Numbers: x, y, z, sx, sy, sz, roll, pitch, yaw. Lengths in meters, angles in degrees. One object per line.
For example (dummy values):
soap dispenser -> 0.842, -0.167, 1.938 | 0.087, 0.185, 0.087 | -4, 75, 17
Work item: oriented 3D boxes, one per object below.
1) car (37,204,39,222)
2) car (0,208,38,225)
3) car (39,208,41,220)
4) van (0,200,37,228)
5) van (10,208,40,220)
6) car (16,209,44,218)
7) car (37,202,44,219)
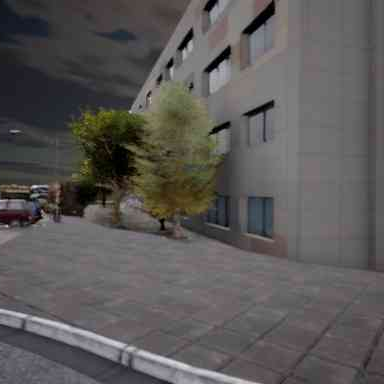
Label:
car -> -14.176, 1.886, 24.676 | 4.792, 1.488, 2.163 | 0, -3, -24
car -> -17.602, 2.356, 32.287 | 4.792, 1.488, 2.163 | 0, -4, -24
car -> -15.346, 2.004, 27.252 | 5.008, 1.535, 2.097 | 0, -4, -24
van -> -12.975, 1.510, 22.176 | 4.442, 1.987, 1.878 | 0, -3, -24
van -> -28.956, 3.751, 57.776 | 4.442, 1.987, 1.878 | 0, -4, -24
car -> -36.712, 4.882, 75.693 | 5.566, 2.045, 2.435 | 0, -4, -24
car -> -16.480, 1.910, 29.753 | 5.566, 2.045, 2.435 | 0, -4, -24
